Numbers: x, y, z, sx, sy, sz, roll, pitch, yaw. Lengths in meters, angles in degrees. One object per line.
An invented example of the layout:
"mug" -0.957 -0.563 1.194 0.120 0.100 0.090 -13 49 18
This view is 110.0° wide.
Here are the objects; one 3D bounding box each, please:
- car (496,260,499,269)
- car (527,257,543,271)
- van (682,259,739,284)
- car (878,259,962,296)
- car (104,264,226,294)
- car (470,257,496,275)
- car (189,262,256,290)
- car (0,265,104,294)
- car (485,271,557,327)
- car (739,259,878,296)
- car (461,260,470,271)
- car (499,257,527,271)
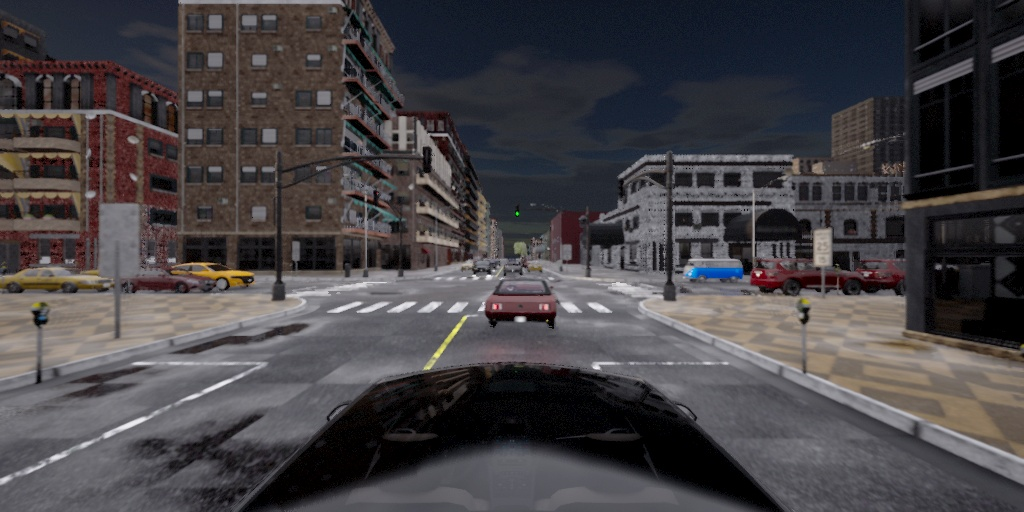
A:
"car" -3.086 1.200 50.427 2.033 1.411 5.357 0 0 0
"car" 2.682 1.192 42.347 1.751 1.417 4.829 0 0 0
"van" 14.892 1.101 26.658 3.998 1.789 1.690 0 0 0
"car" 20.440 1.076 18.293 5.009 1.841 2.192 0 0 0
"car" -17.471 1.234 18.193 4.207 1.307 1.802 0 0 0
"car" -3.103 1.177 38.676 1.837 1.490 4.892 0 0 0
"car" -17.684 1.135 20.781 5.008 1.535 1.882 0 0 0
"car" -22.963 1.167 18.179 4.829 1.417 1.751 0 0 0
"car" 0.384 1.325 11.383 1.895 1.301 4.718 0 0 4
"car" 14.916 1.058 18.278 5.009 1.841 2.192 0 0 0
"car" -5.701 1.183 47.543 1.751 1.417 4.829 0 0 0
"car" 0.092 1.167 36.583 2.128 1.511 4.902 0 0 0
